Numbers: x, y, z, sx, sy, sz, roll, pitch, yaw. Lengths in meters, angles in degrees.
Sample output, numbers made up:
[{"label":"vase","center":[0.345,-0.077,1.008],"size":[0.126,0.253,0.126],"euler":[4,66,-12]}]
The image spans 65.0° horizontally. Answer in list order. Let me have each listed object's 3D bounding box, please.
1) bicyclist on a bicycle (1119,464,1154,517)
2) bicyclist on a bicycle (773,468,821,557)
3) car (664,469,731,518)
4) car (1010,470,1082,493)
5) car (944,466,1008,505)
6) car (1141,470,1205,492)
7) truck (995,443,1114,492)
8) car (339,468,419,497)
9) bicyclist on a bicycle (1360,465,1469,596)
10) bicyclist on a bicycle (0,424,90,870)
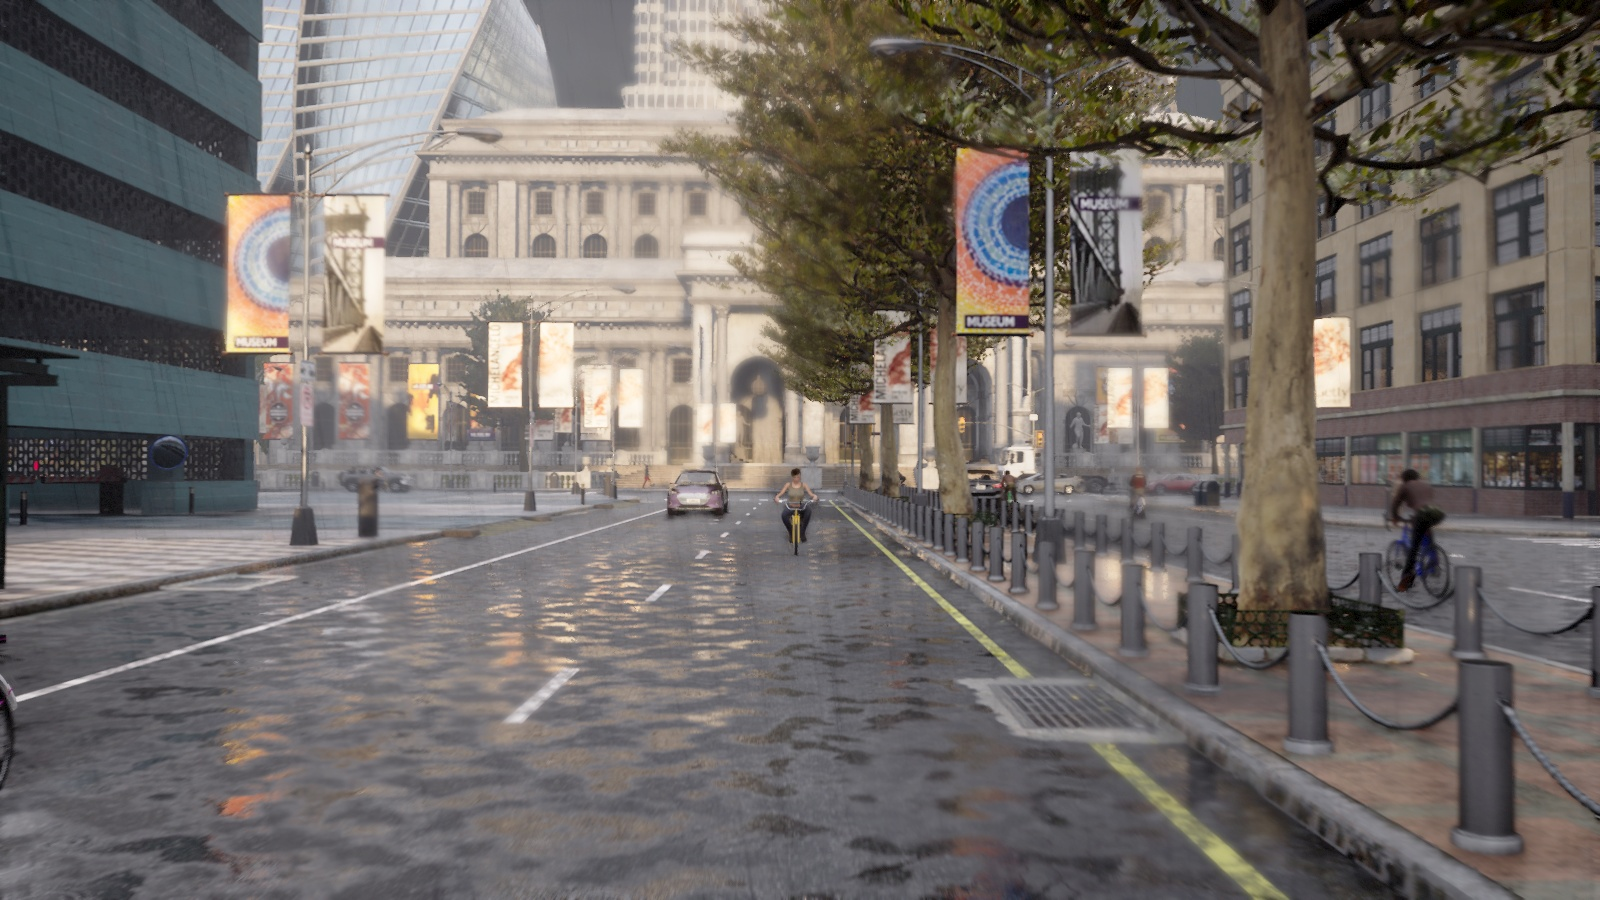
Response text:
[{"label":"bicyclist on a bicycle","center":[11.413,1.354,42.672],"size":[0.659,1.776,1.843],"euler":[0,-1,-1]},{"label":"bicyclist on a bicycle","center":[-0.063,1.146,23.583],"size":[0.866,1.612,1.509],"euler":[0,-1,0]},{"label":"car","center":[-3.611,1.513,45.000],"size":[2.033,1.649,4.856],"euler":[0,-1,0]},{"label":"car","center":[16.895,2.140,86.389],"size":[4.514,1.525,2.007],"euler":[0,-1,-3]},{"label":"car","center":[7.859,1.575,56.624],"size":[2.242,1.667,4.611],"euler":[0,-1,0]},{"label":"car","center":[25.707,2.126,86.528],"size":[3.806,1.475,1.970],"euler":[0,-1,0]},{"label":"truck","center":[18.210,1.267,90.055],"size":[7.936,3.462,2.891],"euler":[0,-1,0]},{"label":"car","center":[-27.819,2.134,83.108],"size":[4.605,1.855,1.932],"euler":[0,-1,0]},{"label":"bicyclist on a bicycle","center":[7.960,1.009,16.345],"size":[0.582,1.620,1.656],"euler":[0,-1,0]},{"label":"bicyclist on a bicycle","center":[-3.512,0.778,4.698],"size":[0.659,1.776,1.843],"euler":[0,-1,0]}]
